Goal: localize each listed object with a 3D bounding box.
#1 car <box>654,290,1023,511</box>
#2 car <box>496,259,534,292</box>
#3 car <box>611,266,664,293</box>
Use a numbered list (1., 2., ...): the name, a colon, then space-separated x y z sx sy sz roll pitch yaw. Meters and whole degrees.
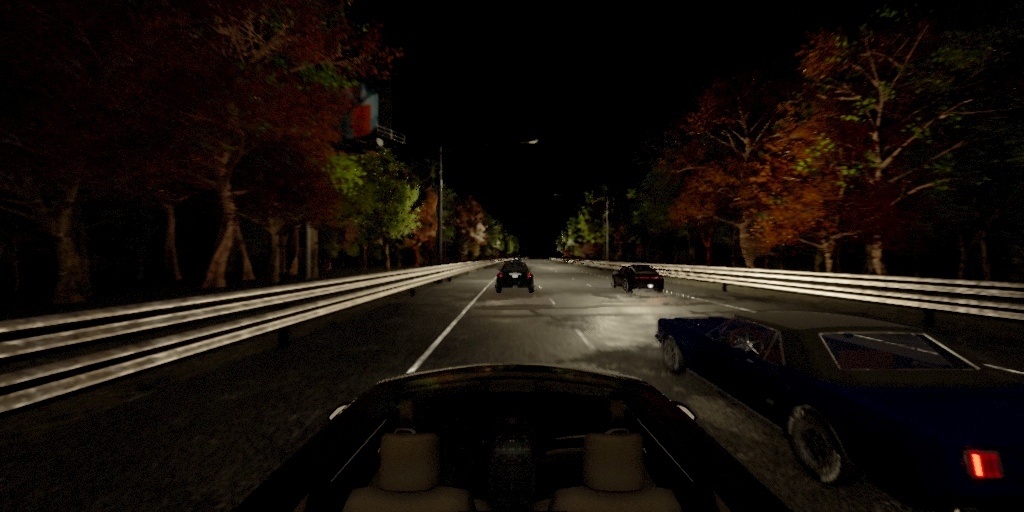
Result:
1. car: 3.580 1.359 4.553 1.895 1.301 4.718 0 0 0
2. car: 0.189 1.131 21.803 2.097 1.767 4.553 0 0 1
3. car: 7.173 1.292 20.913 1.837 1.490 4.892 0 0 1
